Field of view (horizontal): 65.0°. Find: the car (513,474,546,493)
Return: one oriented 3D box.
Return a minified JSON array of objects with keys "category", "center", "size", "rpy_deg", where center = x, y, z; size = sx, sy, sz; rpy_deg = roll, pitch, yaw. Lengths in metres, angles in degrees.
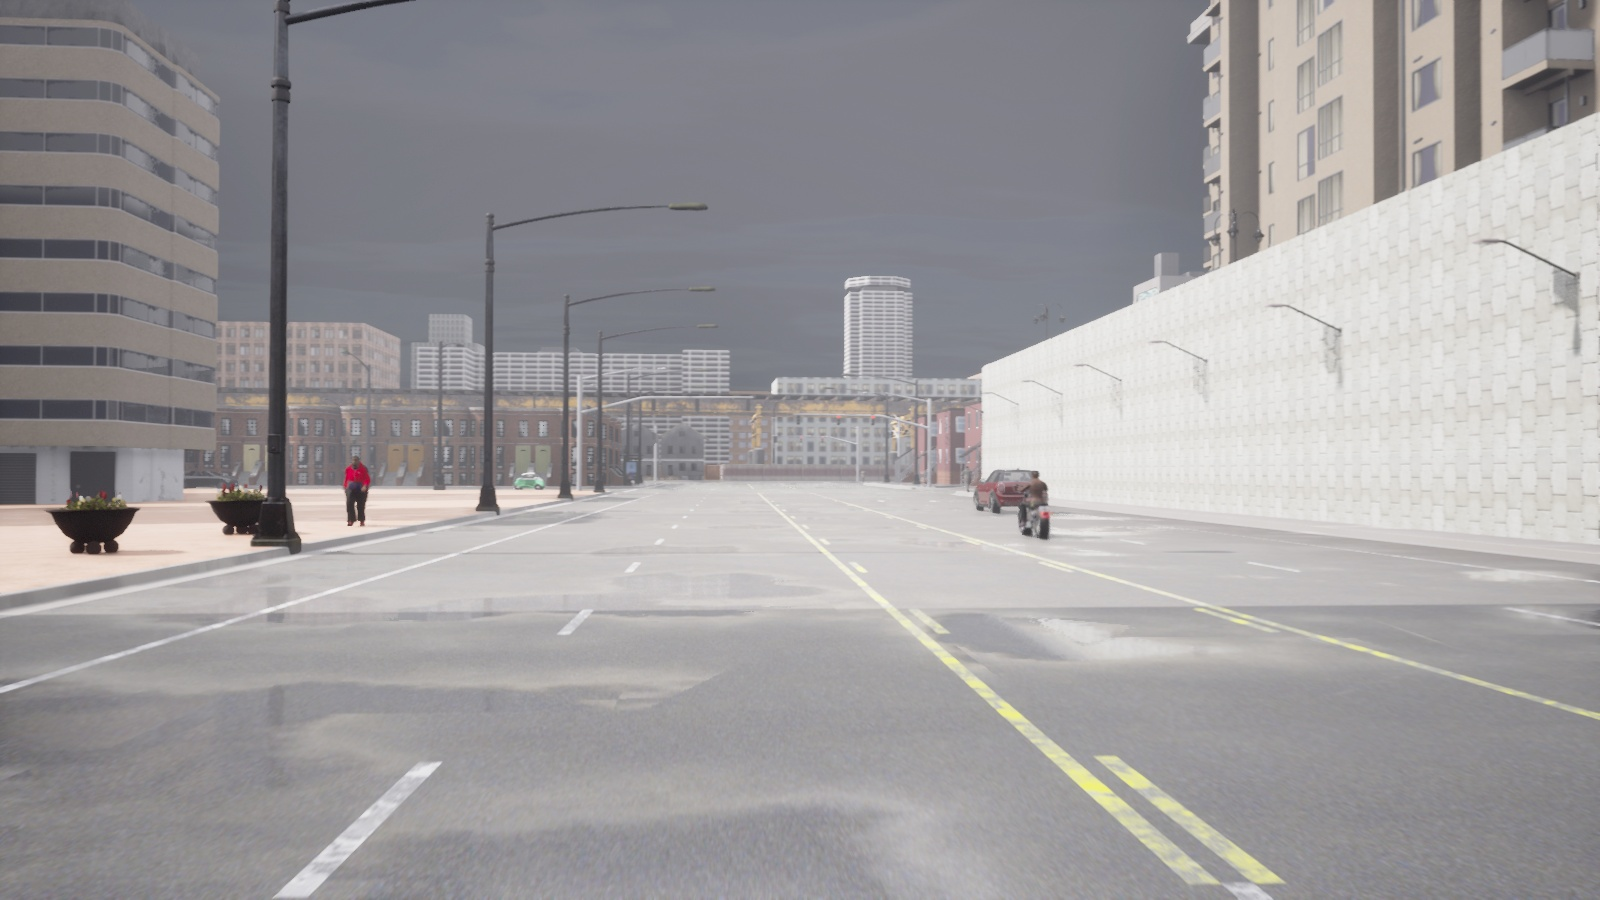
[{"category":"car","center":[-20.546,2.561,95.420],"size":[2.207,1.376,1.481],"rpy_deg":[-1,-1,-3]}]

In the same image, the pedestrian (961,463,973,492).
[{"category":"pedestrian","center":[11.359,1.850,85.560],"size":[0.659,1.952,0.873],"rpy_deg":[0,-1,-3]}]

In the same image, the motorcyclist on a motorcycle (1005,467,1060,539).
[{"category":"motorcyclist on a motorcycle","center":[5.540,1.243,30.082],"size":[0.766,1.649,2.350],"rpy_deg":[0,-1,-3]}]

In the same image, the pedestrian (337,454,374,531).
[{"category":"pedestrian","center":[-10.870,1.034,30.740],"size":[0.634,1.844,0.899],"rpy_deg":[0,-1,-5]}]

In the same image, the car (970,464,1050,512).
[{"category":"car","center":[8.042,1.449,48.527],"size":[2.097,1.767,4.553],"rpy_deg":[0,-1,-3]}]
